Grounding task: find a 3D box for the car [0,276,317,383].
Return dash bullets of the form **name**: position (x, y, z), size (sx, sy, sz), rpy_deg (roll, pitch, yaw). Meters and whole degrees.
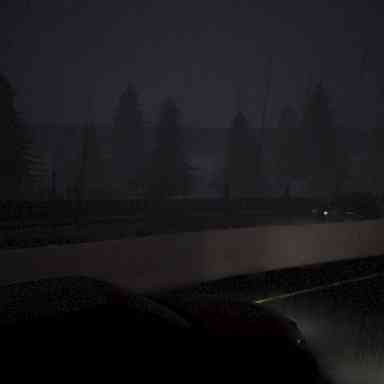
- **car**: position (-0.948, 1.516, 2.843), size (4.674, 1.442, 1.812), rpy_deg (0, 0, -34)
